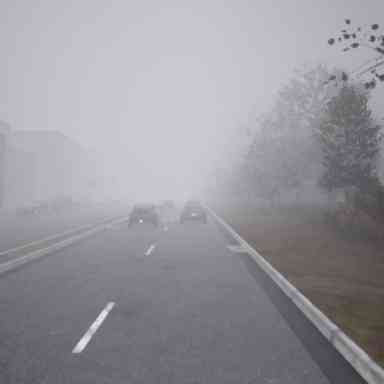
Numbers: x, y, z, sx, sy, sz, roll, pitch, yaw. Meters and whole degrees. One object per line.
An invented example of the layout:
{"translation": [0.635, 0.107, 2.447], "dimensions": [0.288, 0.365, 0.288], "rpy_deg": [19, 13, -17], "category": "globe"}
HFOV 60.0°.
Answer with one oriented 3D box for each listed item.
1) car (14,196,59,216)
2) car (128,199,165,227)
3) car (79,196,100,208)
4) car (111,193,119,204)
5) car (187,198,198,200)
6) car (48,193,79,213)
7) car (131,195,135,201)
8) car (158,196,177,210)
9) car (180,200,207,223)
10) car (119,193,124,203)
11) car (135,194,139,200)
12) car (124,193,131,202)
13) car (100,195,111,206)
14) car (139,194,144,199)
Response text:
{"translation": [-15.035, 1.442, 31.727], "dimensions": [2.231, 1.521, 4.892], "rpy_deg": [0, 0, 0], "category": "car"}
{"translation": [-3.140, 1.519, 22.881], "dimensions": [1.837, 1.490, 4.892], "rpy_deg": [0, 1, 0], "category": "car"}
{"translation": [-15.150, 1.454, 46.638], "dimensions": [2.231, 1.521, 4.892], "rpy_deg": [0, 0, 1], "category": "car"}
{"translation": [-15.144, 1.337, 59.252], "dimensions": [2.185, 1.767, 4.553], "rpy_deg": [0, 0, 0], "category": "car"}
{"translation": [0.118, 1.501, 42.796], "dimensions": [1.882, 1.535, 5.008], "rpy_deg": [0, 0, 0], "category": "car"}
{"translation": [-15.057, 1.194, 37.217], "dimensions": [2.435, 2.045, 5.566], "rpy_deg": [0, 0, 0], "category": "car"}
{"translation": [-15.211, 1.476, 75.926], "dimensions": [2.231, 1.521, 4.892], "rpy_deg": [0, 0, 0], "category": "car"}
{"translation": [-3.130, 1.549, 42.685], "dimensions": [1.812, 1.442, 4.674], "rpy_deg": [0, 0, 0], "category": "car"}
{"translation": [0.112, 1.578, 25.691], "dimensions": [1.994, 1.385, 4.181], "rpy_deg": [0, 0, 0], "category": "car"}
{"translation": [-15.165, 1.463, 64.560], "dimensions": [1.946, 1.575, 5.366], "rpy_deg": [0, 0, 0], "category": "car"}
{"translation": [-15.231, 1.480, 81.452], "dimensions": [2.231, 1.521, 4.892], "rpy_deg": [0, 0, 0], "category": "car"}
{"translation": [-15.187, 1.219, 70.242], "dimensions": [2.435, 2.045, 5.566], "rpy_deg": [0, 0, 0], "category": "car"}
{"translation": [-15.121, 1.455, 53.510], "dimensions": [1.946, 1.575, 5.366], "rpy_deg": [0, 0, 0], "category": "car"}
{"translation": [-15.275, 1.484, 92.310], "dimensions": [1.946, 1.575, 5.366], "rpy_deg": [0, 0, 0], "category": "car"}
